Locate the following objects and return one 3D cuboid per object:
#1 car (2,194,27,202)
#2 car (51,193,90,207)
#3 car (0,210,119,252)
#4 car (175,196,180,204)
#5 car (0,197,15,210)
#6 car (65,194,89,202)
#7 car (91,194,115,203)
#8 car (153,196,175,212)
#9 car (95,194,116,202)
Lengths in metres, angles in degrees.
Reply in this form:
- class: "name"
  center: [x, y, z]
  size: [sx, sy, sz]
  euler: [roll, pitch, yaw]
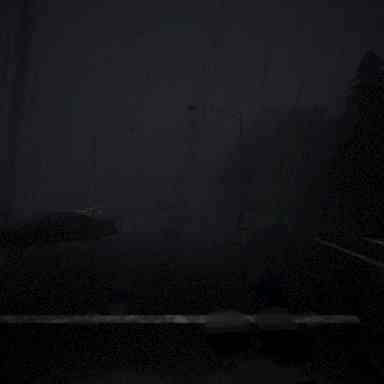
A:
- class: "car"
  center: [-34.939, 1.100, 65.294]
  size: [4.605, 1.855, 1.932]
  euler: [0, 0, 0]
- class: "car"
  center: [-17.173, 1.104, 46.427]
  size: [4.605, 1.855, 1.932]
  euler: [0, 0, 0]
- class: "car"
  center: [-5.810, 1.560, 14.181]
  size: [5.357, 1.411, 2.033]
  euler: [0, 1, -43]
- class: "car"
  center: [-3.391, 1.515, 64.809]
  size: [1.812, 1.442, 4.674]
  euler: [0, 0, 0]
- class: "car"
  center: [-17.339, 1.384, 27.844]
  size: [3.633, 1.501, 1.845]
  euler: [0, 0, 0]
- class: "car"
  center: [-24.918, 1.299, 72.220]
  size: [4.514, 1.523, 2.007]
  euler: [0, 0, 0]
- class: "car"
  center: [-17.561, 1.157, 62.128]
  size: [5.027, 1.636, 2.152]
  euler: [0, 0, 0]
- class: "car"
  center: [-3.434, 1.479, 39.181]
  size: [1.882, 1.535, 5.008]
  euler: [0, 0, 0]
- class: "car"
  center: [-17.874, 1.234, 68.546]
  size: [3.806, 1.475, 1.970]
  euler: [0, 0, 0]
